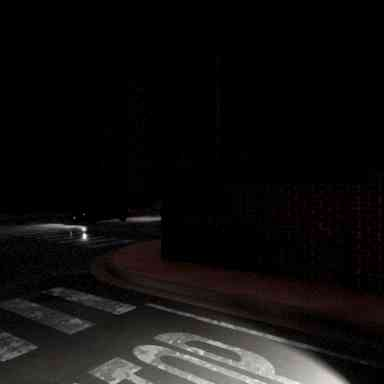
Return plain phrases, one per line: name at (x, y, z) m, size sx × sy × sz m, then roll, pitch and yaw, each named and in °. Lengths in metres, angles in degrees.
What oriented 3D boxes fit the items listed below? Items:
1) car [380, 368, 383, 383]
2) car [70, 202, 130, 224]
car at (3.245, 1.564, 1.692) m, size 4.181 × 1.385 × 1.994 m, roll 0°, pitch 0°, yaw 35°
car at (-6.547, 1.469, 24.210) m, size 1.812 × 1.442 × 4.674 m, roll 0°, pitch 0°, yaw 35°
